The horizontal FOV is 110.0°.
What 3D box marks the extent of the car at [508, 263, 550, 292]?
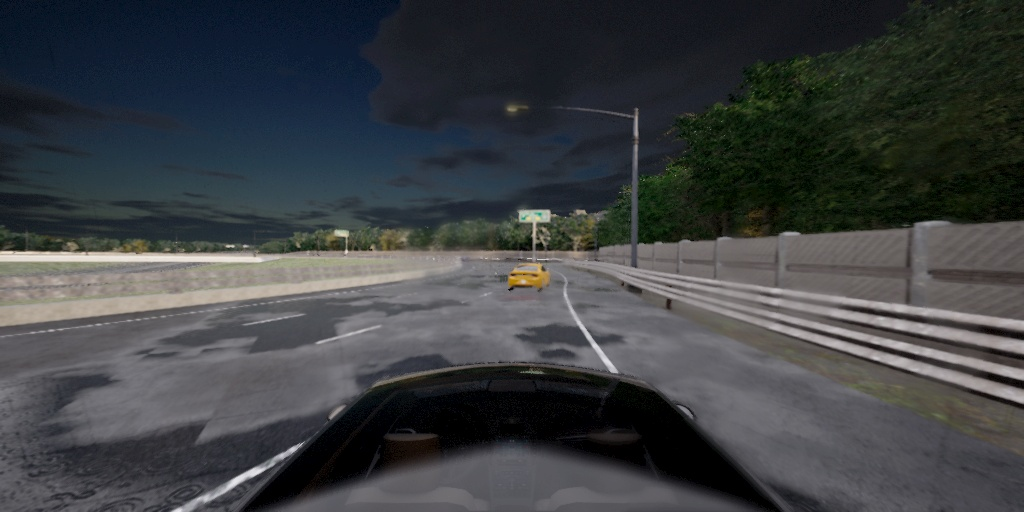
[{"bbox_3d":[1.113,1.189,21.201,1.882,1.535,5.008,1,0,12],"label":"car"}]
